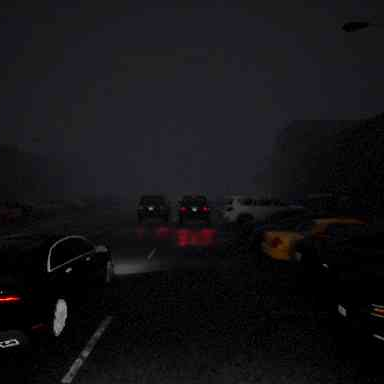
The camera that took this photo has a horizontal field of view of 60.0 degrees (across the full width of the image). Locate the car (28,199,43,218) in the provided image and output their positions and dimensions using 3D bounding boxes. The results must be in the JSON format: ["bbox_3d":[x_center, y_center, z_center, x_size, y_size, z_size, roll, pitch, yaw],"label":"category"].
[{"bbox_3d":[-15.583,1.537,27.838,4.792,1.488,2.163,0,0,0],"label":"car"}]

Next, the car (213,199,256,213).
[{"bbox_3d":[4.823,1.585,38.274,4.674,1.452,2.002,0,0,0],"label":"car"}]

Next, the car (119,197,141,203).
[{"bbox_3d":[-15.483,1.925,82.973,5.008,1.535,2.097,0,-1,0],"label":"car"}]

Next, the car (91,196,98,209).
[{"bbox_3d":[-15.568,1.593,44.386,4.792,1.488,2.163,0,0,0],"label":"car"}]

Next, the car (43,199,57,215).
[{"bbox_3d":[-15.741,1.510,30.594,5.366,1.575,1.946,0,0,0],"label":"car"}]

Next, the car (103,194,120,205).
[{"bbox_3d":[-15.553,1.375,55.416,5.566,2.045,2.435,0,0,0],"label":"car"}]

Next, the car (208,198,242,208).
[{"bbox_3d":[4.855,1.595,49.389,4.892,1.521,2.231,0,0,0],"label":"car"}]

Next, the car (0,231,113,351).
[{"bbox_3d":[-2.885,1.509,6.385,1.837,1.490,4.892,0,0,0],"label":"car"}]

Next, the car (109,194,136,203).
[{"bbox_3d":[-15.471,1.535,74.711,5.566,2.045,2.435,0,-1,0],"label":"car"}]

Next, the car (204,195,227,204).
[{"bbox_3d":[4.892,1.588,68.842,4.553,1.767,2.185,0,-1,0],"label":"car"}]

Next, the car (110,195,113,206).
[{"bbox_3d":[-15.499,1.638,52.655,4.792,1.488,2.163,0,0,0],"label":"car"}]

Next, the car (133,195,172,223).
[{"bbox_3d":[-2.826,1.248,25.689,2.150,2.045,5.566,0,0,0],"label":"car"}]

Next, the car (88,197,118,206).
[{"bbox_3d":[-15.518,1.684,58.171,4.674,1.452,2.002,0,0,0],"label":"car"}]

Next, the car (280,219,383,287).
[{"bbox_3d":[4.755,1.513,7.580,4.792,1.488,2.163,0,0,0],"label":"car"}]

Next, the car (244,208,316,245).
[{"bbox_3d":[4.715,1.517,13.138,4.792,1.488,2.163,0,0,0],"label":"car"}]

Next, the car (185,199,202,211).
[{"bbox_3d":[0.230,1.630,42.613,2.033,1.411,5.357,0,0,0],"label":"car"}]

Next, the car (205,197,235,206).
[{"bbox_3d":[5.082,1.654,60.380,5.366,1.575,1.946,0,0,0],"label":"car"}]

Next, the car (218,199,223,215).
[{"bbox_3d":[4.787,1.550,27.159,4.674,1.452,2.002,0,0,0],"label":"car"}]

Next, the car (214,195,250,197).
[{"bbox_3d":[4.837,1.567,43.707,5.008,1.535,2.097,0,0,0],"label":"car"}]

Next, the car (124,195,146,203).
[{"bbox_3d":[-15.506,1.871,91.241,5.566,2.045,2.435,0,-1,0],"label":"car"}]

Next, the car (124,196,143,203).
[{"bbox_3d":[-15.512,1.926,88.484,4.553,1.767,2.185,0,-1,0],"label":"car"}]

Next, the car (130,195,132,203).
[{"bbox_3d":[-15.504,1.766,69.197,4.674,1.452,2.002,0,-1,0],"label":"car"}]

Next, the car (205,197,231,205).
[{"bbox_3d":[4.912,1.676,63.160,4.892,1.521,2.231,0,0,0],"label":"car"}]

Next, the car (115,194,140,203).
[{"bbox_3d":[-15.463,1.623,80.221,5.566,2.045,2.435,0,-1,0],"label":"car"}]

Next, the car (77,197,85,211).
[{"bbox_3d":[-15.517,1.569,38.870,4.792,1.488,2.163,0,0,0],"label":"car"}]

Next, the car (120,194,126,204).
[{"bbox_3d":[-15.545,1.557,63.687,4.553,1.767,2.185,0,0,0],"label":"car"}]

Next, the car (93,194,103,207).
[{"bbox_3d":[-15.504,1.452,47.143,4.553,1.767,2.185,0,0,0],"label":"car"}]

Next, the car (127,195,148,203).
[{"bbox_3d":[-15.445,1.941,93.998,5.566,2.045,2.435,0,-1,0],"label":"car"}]

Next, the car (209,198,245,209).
[{"bbox_3d":[4.881,1.609,46.611,4.792,1.488,2.163,0,0,0],"label":"car"}]

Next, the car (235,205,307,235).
[{"bbox_3d":[4.724,1.519,15.916,4.792,1.488,2.163,0,0,0],"label":"car"}]

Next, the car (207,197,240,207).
[{"bbox_3d":[4.875,1.608,52.169,5.008,1.535,2.097,0,0,0],"label":"car"}]

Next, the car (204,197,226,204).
[{"bbox_3d":[4.931,1.779,71.618,4.674,1.452,2.002,0,-1,0],"label":"car"}]

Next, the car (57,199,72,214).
[{"bbox_3d":[-15.368,1.519,33.357,5.366,1.575,1.946,0,0,0],"label":"car"}]

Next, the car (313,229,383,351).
[{"bbox_3d":[4.723,1.483,4.925,5.008,1.535,2.097,0,0,0],"label":"car"}]

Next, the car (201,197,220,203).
[{"bbox_3d":[5.000,2.106,90.926,5.008,1.535,2.097,0,-1,0],"label":"car"}]

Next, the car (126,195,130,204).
[{"bbox_3d":[-15.505,1.702,66.443,5.008,1.535,2.097,0,0,0],"label":"car"}]

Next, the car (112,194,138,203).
[{"bbox_3d":[-15.467,1.574,77.468,5.566,2.045,2.435,0,-1,0],"label":"car"}]

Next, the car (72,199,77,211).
[{"bbox_3d":[-15.520,1.560,36.115,4.792,1.488,2.163,0,0,0],"label":"car"}]

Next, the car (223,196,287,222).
[{"bbox_3d":[4.812,1.378,24.289,4.553,1.767,2.185,0,0,0],"label":"car"}]

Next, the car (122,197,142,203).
[{"bbox_3d":[-15.514,2.017,85.723,4.792,1.488,2.163,0,-1,0],"label":"car"}]

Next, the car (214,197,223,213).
[{"bbox_3d":[4.814,1.526,32.715,4.892,1.521,2.231,0,0,0],"label":"car"}]

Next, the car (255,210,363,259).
[{"bbox_3d":[4.921,1.482,10.358,5.366,1.575,1.946,0,0,0],"label":"car"}]

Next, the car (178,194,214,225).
[{"bbox_3d":[0.174,1.245,24.258,2.150,2.045,5.566,0,0,0],"label":"car"}]

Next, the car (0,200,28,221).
[{"bbox_3d":[-15.738,1.499,25.080,5.366,1.575,1.946,0,0,0],"label":"car"}]

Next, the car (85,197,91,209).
[{"bbox_3d":[-15.540,1.592,41.592,4.674,1.452,2.002,0,0,0],"label":"car"}]

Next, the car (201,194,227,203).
[{"bbox_3d":[4.913,1.520,74.396,5.566,2.045,2.435,0,-1,0],"label":"car"}]

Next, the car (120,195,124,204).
[{"bbox_3d":[-15.546,1.693,60.928,4.792,1.488,2.163,0,0,0],"label":"car"}]

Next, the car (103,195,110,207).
[{"bbox_3d":[-15.526,1.592,49.900,5.008,1.535,2.097,0,0,0],"label":"car"}]
